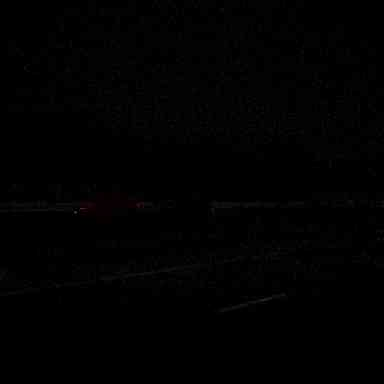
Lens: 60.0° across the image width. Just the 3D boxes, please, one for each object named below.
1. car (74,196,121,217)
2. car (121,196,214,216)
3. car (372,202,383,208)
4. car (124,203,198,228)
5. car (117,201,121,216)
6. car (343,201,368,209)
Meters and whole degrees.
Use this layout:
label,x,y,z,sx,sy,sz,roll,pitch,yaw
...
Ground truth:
label,x,y,z,sx,sy,sz,roll,pitch,yaw
car,-7.282,1.346,28.891,5.566,2.045,2.150,1,0,-35
car,-1.166,1.346,20.356,5.566,2.045,2.150,1,0,-35
car,29.695,2.307,50.900,5.357,1.411,2.033,1,-1,-35
car,-2.167,1.618,23.939,5.008,1.535,1.882,1,-1,-36
car,-3.579,1.714,27.233,4.181,1.385,1.994,1,-1,-35
car,25.782,2.200,52.424,5.008,1.535,1.882,1,-1,-35
